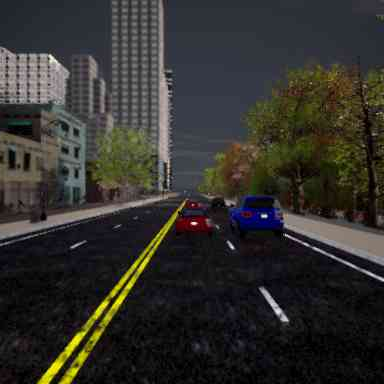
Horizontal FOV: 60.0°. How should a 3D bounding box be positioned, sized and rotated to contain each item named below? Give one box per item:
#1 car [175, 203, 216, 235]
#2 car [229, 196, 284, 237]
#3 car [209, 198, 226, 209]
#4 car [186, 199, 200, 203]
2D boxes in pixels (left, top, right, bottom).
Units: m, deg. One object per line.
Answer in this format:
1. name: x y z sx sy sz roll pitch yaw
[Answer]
1. car: 0.110 1.562 18.840 1.994 1.385 4.181 0 0 0
2. car: 3.359 1.219 18.124 2.150 2.045 5.566 0 0 0
3. car: 3.374 1.470 44.111 1.882 1.535 5.008 0 0 0
4. car: 0.123 1.557 42.933 1.994 1.385 4.181 0 0 0
